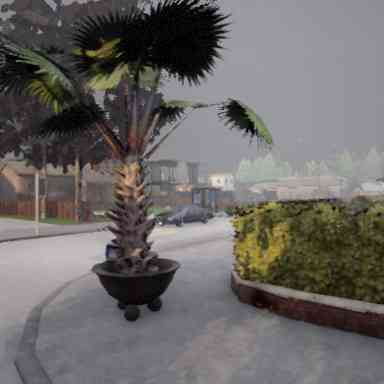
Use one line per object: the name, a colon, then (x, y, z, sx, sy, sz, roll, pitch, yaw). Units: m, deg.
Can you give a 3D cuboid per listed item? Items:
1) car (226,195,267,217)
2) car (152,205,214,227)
car: (5.401, 1.289, 31.893, 2.150, 2.045, 5.566, 0, 0, 36)
car: (-0.504, 1.615, 23.595, 2.033, 1.411, 5.357, 0, 0, 35)
